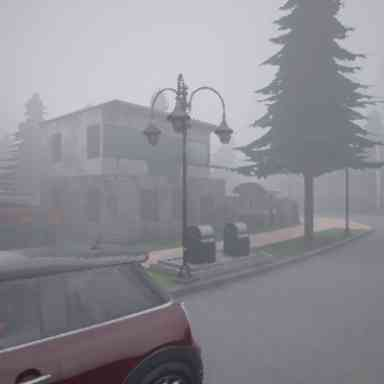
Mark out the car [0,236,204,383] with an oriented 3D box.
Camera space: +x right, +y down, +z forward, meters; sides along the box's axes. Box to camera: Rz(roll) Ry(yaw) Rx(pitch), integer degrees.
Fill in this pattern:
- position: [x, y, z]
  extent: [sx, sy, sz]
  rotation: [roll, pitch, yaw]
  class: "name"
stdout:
- position: [-2.135, 1.357, 2.708]
  extent: [4.553, 1.767, 2.097]
  rotation: [0, 0, -38]
  class: "car"
